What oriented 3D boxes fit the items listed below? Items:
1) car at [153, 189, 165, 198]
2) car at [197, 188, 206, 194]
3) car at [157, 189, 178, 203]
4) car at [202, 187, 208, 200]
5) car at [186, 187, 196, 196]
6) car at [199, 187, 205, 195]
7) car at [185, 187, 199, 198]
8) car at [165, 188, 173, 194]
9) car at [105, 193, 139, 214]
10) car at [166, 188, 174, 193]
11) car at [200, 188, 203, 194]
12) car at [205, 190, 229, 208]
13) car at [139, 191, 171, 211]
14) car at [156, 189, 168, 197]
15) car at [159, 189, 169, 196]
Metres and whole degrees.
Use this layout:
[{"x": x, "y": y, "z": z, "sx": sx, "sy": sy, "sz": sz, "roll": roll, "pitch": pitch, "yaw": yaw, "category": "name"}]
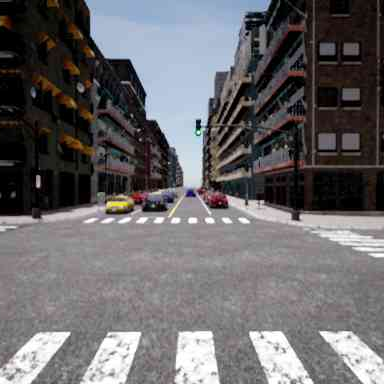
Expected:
[{"x": -5.912, "y": 0.219, "z": 60.191, "sx": 1.752, "sy": 1.417, "sz": 4.829, "roll": 1, "pitch": 1, "yaw": 0, "category": "car"}, {"x": 2.384, "y": -0.220, "z": 82.468, "sx": 1.947, "sy": 1.339, "sz": 4.313, "roll": 0, "pitch": 1, "yaw": 0, "category": "car"}, {"x": -3.240, "y": 0.653, "z": 41.818, "sx": 1.994, "sy": 1.385, "sz": 4.181, "roll": 0, "pitch": 1, "yaw": 0, "category": "car"}, {"x": 2.553, "y": 0.605, "z": 38.288, "sx": 1.967, "sy": 1.590, "sz": 4.097, "roll": 1, "pitch": 1, "yaw": 0, "category": "car"}, {"x": -0.262, "y": -0.147, "z": 68.982, "sx": 2.097, "sy": 1.767, "sz": 4.553, "roll": 0, "pitch": 1, "yaw": 0, "category": "car"}, {"x": 2.428, "y": -0.234, "z": 71.419, "sx": 2.192, "sy": 1.841, "sz": 5.009, "roll": 1, "pitch": 1, "yaw": 0, "category": "car"}, {"x": -0.224, "y": 0.244, "z": 59.012, "sx": 1.812, "sy": 1.442, "sz": 4.674, "roll": 0, "pitch": 1, "yaw": 0, "category": "car"}, {"x": -6.017, "y": -0.373, "z": 87.801, "sx": 1.752, "sy": 1.417, "sz": 4.829, "roll": 1, "pitch": 1, "yaw": 0, "category": "car"}, {"x": -5.785, "y": 0.935, "z": 27.058, "sx": 1.752, "sy": 1.417, "sz": 4.829, "roll": 1, "pitch": 1, "yaw": 0, "category": "car"}, {"x": -6.039, "y": -0.469, "z": 93.494, "sx": 2.008, "sy": 1.369, "sz": 4.403, "roll": 1, "pitch": 1, "yaw": 0, "category": "car"}, {"x": 2.510, "y": 0.508, "z": 49.336, "sx": 1.802, "sy": 1.307, "sz": 4.206, "roll": 1, "pitch": 1, "yaw": 0, "category": "car"}, {"x": 2.573, "y": 0.829, "z": 32.768, "sx": 1.887, "sy": 1.381, "sz": 4.507, "roll": 1, "pitch": 1, "yaw": 0, "category": "car"}, {"x": -3.201, "y": 0.926, "z": 29.212, "sx": 1.994, "sy": 1.385, "sz": 4.181, "roll": 0, "pitch": 1, "yaw": 0, "category": "car"}, {"x": -5.934, "y": 0.122, "z": 65.884, "sx": 2.008, "sy": 1.369, "sz": 4.403, "roll": 1, "pitch": 1, "yaw": 0, "category": "car"}, {"x": -5.955, "y": -0.003, "z": 71.406, "sx": 1.887, "sy": 1.381, "sz": 4.507, "roll": 1, "pitch": 1, "yaw": 0, "category": "car"}]
